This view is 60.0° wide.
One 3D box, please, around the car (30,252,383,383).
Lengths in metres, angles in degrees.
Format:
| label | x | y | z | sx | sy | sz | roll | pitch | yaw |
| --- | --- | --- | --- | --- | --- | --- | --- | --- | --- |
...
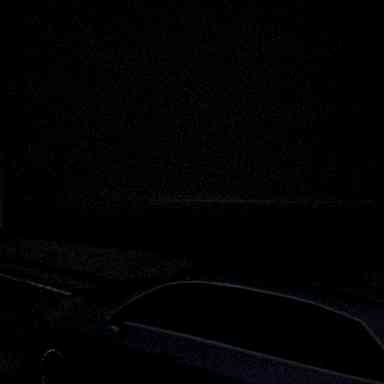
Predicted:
| label | x | y | z | sx | sy | sz | roll | pitch | yaw |
| --- | --- | --- | --- | --- | --- | --- | --- | --- | --- |
| car | 0.388 | 1.444 | 3.286 | 4.856 | 1.649 | 2.033 | -1 | 0 | 35 |
